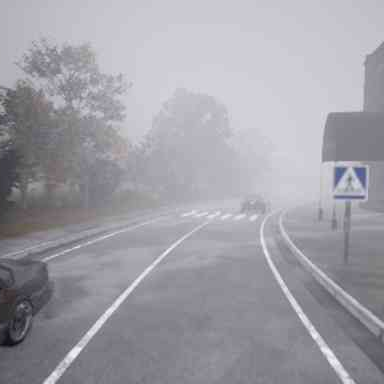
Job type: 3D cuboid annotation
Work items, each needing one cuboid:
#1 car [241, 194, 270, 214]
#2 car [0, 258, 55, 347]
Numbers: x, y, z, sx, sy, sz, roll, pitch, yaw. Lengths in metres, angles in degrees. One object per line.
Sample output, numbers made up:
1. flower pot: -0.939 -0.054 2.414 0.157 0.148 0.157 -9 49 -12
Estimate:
1. car: 5.898 0.921 30.475 2.097 1.767 4.553 2 2 20
2. car: -3.417 1.508 3.529 2.033 1.411 5.357 0 0 3
